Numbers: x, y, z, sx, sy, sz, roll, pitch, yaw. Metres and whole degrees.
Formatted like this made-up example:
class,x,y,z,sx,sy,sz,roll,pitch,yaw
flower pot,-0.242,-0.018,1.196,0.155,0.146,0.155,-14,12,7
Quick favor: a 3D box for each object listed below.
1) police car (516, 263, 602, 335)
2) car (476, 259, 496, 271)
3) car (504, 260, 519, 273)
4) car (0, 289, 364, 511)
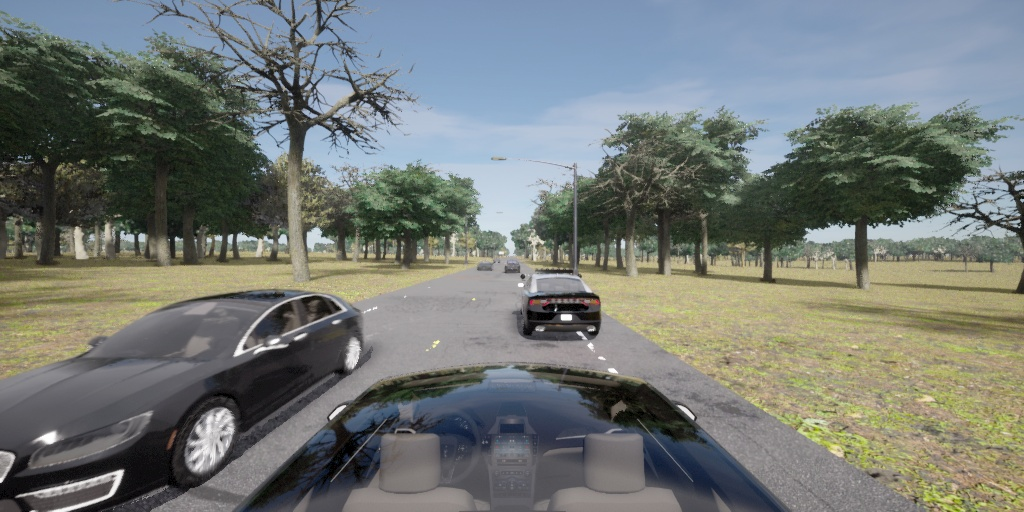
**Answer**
class,x,y,z,sx,sy,sz,roll,pitch,yaw
police car,1.221,1.177,10.636,1.930,1.638,5.238,0,0,0
car,-3.624,1.338,48.155,1.994,1.385,4.181,0,0,0
car,0.063,1.263,43.656,2.128,1.511,4.902,0,0,0
car,-3.600,1.255,4.692,1.837,1.490,4.892,0,0,0
